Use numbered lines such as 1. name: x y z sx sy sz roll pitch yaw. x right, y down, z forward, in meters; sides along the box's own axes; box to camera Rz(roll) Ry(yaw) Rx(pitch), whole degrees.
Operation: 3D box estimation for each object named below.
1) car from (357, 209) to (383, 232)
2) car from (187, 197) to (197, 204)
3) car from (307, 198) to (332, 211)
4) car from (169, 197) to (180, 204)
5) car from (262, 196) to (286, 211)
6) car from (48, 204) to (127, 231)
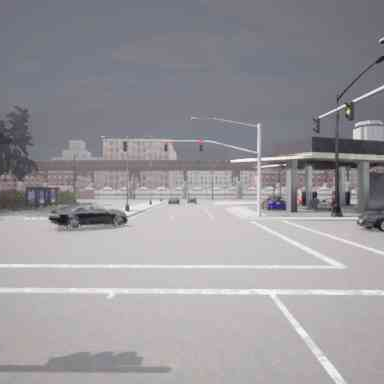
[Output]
1. car: 12.298 1.519 19.545 4.892 1.490 1.837 0 0 -1
2. car: 0.025 1.592 64.388 2.033 1.411 5.357 0 0 0
3. car: 15.471 1.484 40.469 1.970 1.475 3.806 0 0 0
4. car: -3.374 1.609 64.212 1.994 1.385 4.181 0 0 0
5. car: 9.726 1.323 39.709 2.242 1.667 4.611 0 0 0
6. car: -6.461 1.506 20.978 4.902 1.511 2.128 0 0 -41
